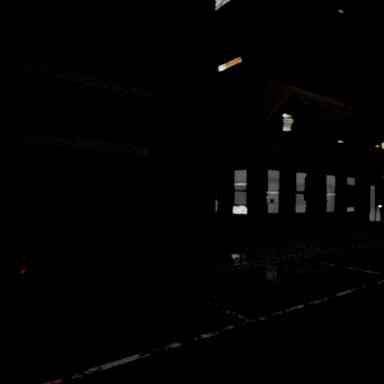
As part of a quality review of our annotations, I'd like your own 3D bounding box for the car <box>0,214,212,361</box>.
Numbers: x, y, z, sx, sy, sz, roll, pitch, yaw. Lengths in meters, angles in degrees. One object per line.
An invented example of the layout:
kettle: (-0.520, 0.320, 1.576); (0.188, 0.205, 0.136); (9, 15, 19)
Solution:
car: (-1.964, 1.324, 5.140); (5.009, 1.841, 2.192); (0, 1, -35)
